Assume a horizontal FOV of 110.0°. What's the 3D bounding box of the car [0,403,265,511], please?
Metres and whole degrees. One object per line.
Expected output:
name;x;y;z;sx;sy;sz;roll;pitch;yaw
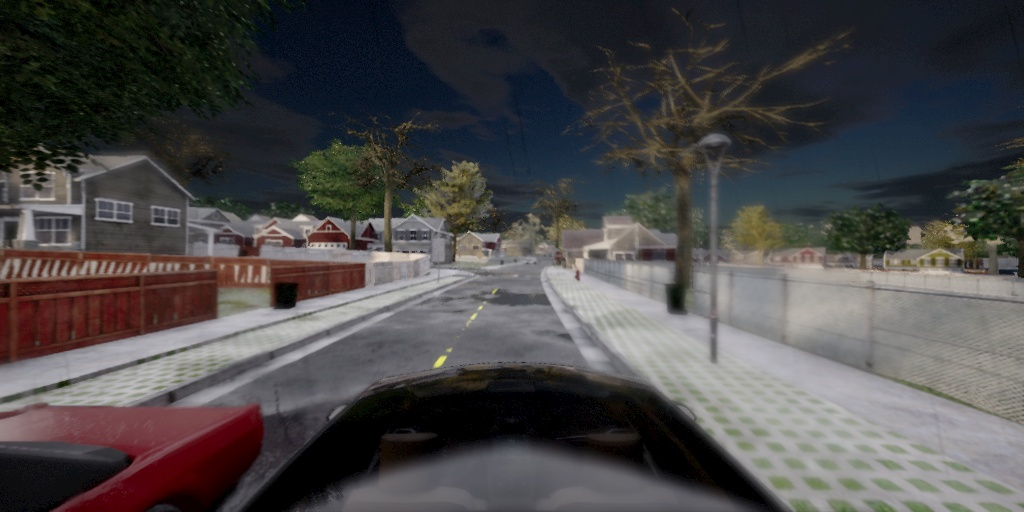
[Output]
car;-2.827;1.352;0.494;1.895;1.301;4.718;0;0;0
